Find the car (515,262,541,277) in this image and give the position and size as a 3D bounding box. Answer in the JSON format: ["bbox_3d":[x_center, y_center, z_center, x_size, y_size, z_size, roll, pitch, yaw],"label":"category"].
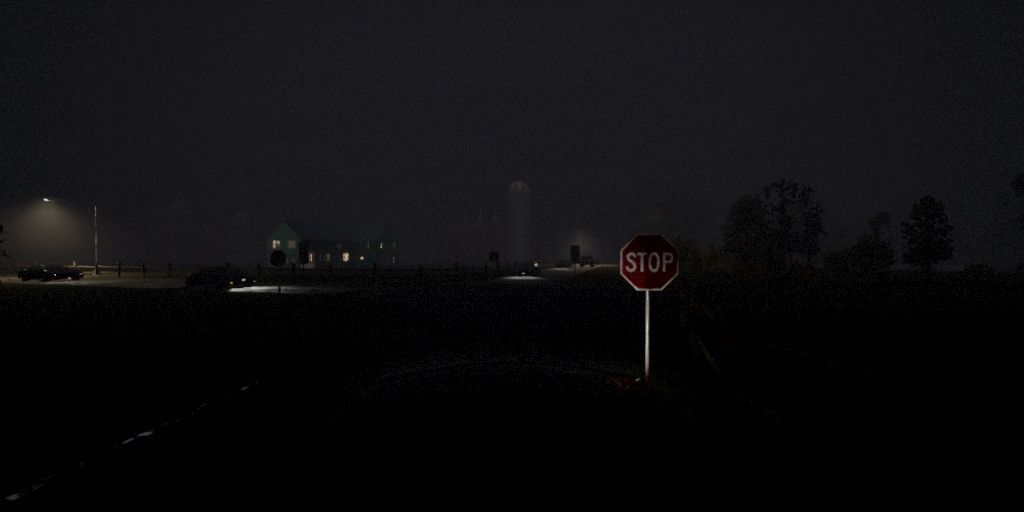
[{"bbox_3d":[1.729,1.286,36.364,2.033,1.411,5.357,0,0,14],"label":"car"}]

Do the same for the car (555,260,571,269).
[{"bbox_3d":[8.285,1.286,57.471,2.033,1.411,5.357,0,0,19],"label":"car"}]

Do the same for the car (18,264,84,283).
[{"bbox_3d":[-37.619,1.374,29.221,5.357,1.411,2.033,0,0,18],"label":"car"}]

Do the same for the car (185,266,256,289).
[{"bbox_3d":[-18.920,1.346,23.333,4.181,1.385,1.994,0,0,17],"label":"car"}]
